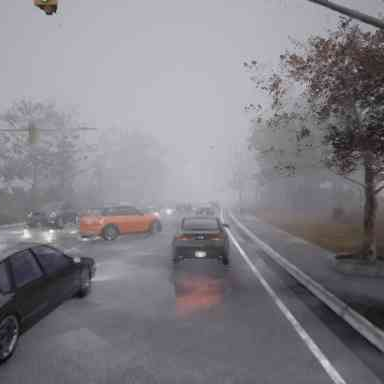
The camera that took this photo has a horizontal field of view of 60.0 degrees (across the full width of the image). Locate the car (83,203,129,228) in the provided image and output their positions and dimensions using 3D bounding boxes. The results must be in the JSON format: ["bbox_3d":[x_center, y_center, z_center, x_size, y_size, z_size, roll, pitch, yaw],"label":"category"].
[{"bbox_3d":[-6.355,1.694,25.175,1.882,1.535,5.008,0,0,3],"label":"car"}]

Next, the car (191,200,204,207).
[{"bbox_3d":[1.085,2.172,65.629,1.895,1.301,4.718,0,-1,8],"label":"car"}]

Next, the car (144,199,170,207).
[{"bbox_3d":[-4.862,1.881,45.038,2.128,1.511,4.902,0,0,6],"label":"car"}]

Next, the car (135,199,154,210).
[{"bbox_3d":[-7.534,1.964,53.195,1.837,1.490,4.892,0,0,6],"label":"car"}]

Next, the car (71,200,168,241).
[{"bbox_3d":[-3.727,1.506,17.842,2.097,1.767,4.553,-1,-1,38],"label":"car"}]

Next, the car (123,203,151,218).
[{"bbox_3d":[-5.725,1.867,35.090,1.994,1.385,4.181,0,0,4],"label":"car"}]

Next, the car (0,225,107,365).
[{"bbox_3d":[-3.324,1.598,5.824,2.033,1.411,5.357,0,0,2],"label":"car"}]

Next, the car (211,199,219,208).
[{"bbox_3d":[3.753,2.039,58.930,1.812,1.442,4.674,0,0,8],"label":"car"}]

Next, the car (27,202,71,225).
[{"bbox_3d":[-9.913,1.557,24.050,2.097,1.767,4.553,0,0,3],"label":"car"}]

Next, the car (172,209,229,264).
[{"bbox_3d":[0.321,1.614,12.313,1.837,1.490,4.892,0,0,1],"label":"car"}]

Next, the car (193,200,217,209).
[{"bbox_3d":[1.342,1.817,33.340,1.812,1.442,4.674,0,0,4],"label":"car"}]

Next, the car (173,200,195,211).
[{"bbox_3d":[-0.996,2.010,47.113,1.895,1.301,4.718,0,0,6],"label":"car"}]

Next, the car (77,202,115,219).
[{"bbox_3d":[-9.379,1.775,33.022,2.128,1.511,4.902,0,0,4],"label":"car"}]

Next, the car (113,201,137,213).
[{"bbox_3d":[-8.574,1.895,42.939,1.812,1.442,4.674,0,0,5],"label":"car"}]

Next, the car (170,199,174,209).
[{"bbox_3d":[-3.786,1.970,55.253,2.128,1.511,4.902,0,0,6],"label":"car"}]
